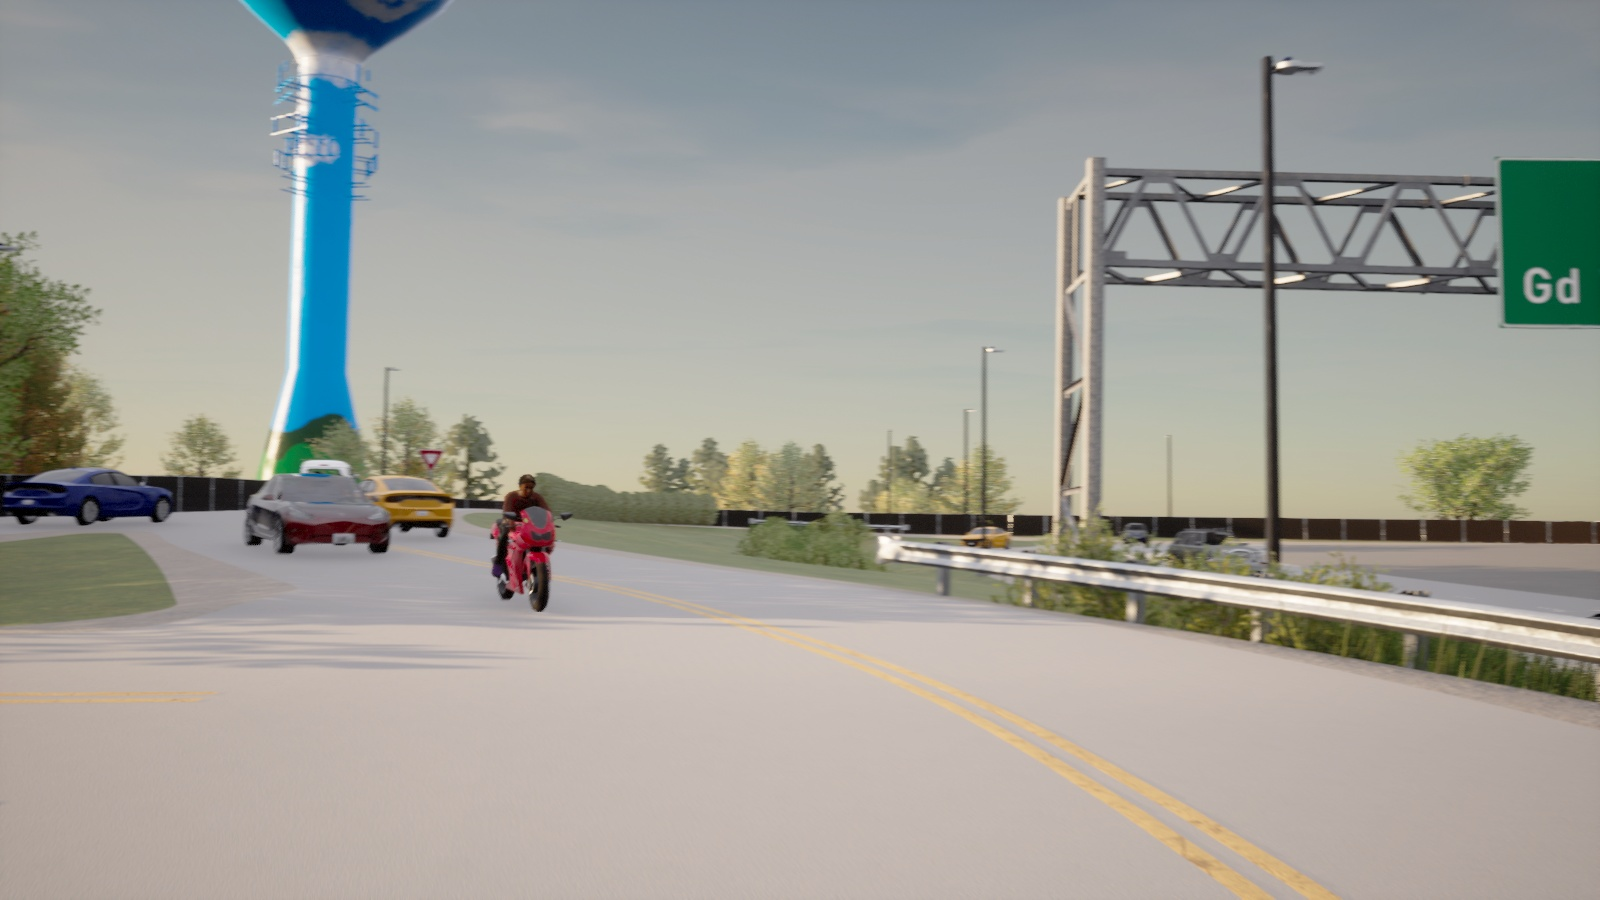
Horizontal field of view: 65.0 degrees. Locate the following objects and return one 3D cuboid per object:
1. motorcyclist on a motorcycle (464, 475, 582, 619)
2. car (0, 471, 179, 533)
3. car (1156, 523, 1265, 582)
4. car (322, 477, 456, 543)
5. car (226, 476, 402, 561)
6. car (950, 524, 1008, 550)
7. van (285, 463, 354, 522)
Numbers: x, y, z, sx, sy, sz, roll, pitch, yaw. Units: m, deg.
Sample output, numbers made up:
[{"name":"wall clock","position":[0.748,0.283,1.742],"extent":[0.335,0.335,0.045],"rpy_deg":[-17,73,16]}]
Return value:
[{"name":"motorcyclist on a motorcycle","position":[-3.215,1.058,14.431],"extent":[0.797,1.523,2.044],"rpy_deg":[1,-2,-27]},{"name":"car","position":[-19.248,1.376,34.031],"extent":[1.882,1.535,5.008],"rpy_deg":[0,-2,6]},{"name":"car","position":[14.183,3.513,43.692],"extent":[1.932,1.855,4.605],"rpy_deg":[1,-3,-5]},{"name":"car","position":[-10.542,1.471,31.993],"extent":[1.882,1.535,5.008],"rpy_deg":[2,-2,-34]},{"name":"car","position":[-9.613,1.277,24.596],"extent":[2.163,1.488,4.792],"rpy_deg":[2,-2,-34]},{"name":"car","position":[11.373,5.510,79.547],"extent":[1.882,1.535,5.008],"rpy_deg":[-3,-4,29]},{"name":"van","position":[-17.604,1.544,46.158],"extent":[2.069,2.038,4.480],"rpy_deg":[1,-2,-18]}]
